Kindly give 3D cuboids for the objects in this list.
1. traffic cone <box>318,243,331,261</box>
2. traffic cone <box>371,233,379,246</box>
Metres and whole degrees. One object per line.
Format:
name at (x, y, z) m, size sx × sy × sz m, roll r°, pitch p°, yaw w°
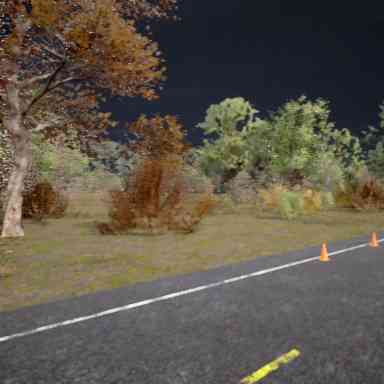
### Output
traffic cone at (4.791, 2.154, 12.056) m, size 0.340 × 0.580 × 0.340 m, roll 0°, pitch -2°, yaw -42°
traffic cone at (8.447, 2.181, 15.431) m, size 0.340 × 0.580 × 0.340 m, roll 0°, pitch -2°, yaw -43°
